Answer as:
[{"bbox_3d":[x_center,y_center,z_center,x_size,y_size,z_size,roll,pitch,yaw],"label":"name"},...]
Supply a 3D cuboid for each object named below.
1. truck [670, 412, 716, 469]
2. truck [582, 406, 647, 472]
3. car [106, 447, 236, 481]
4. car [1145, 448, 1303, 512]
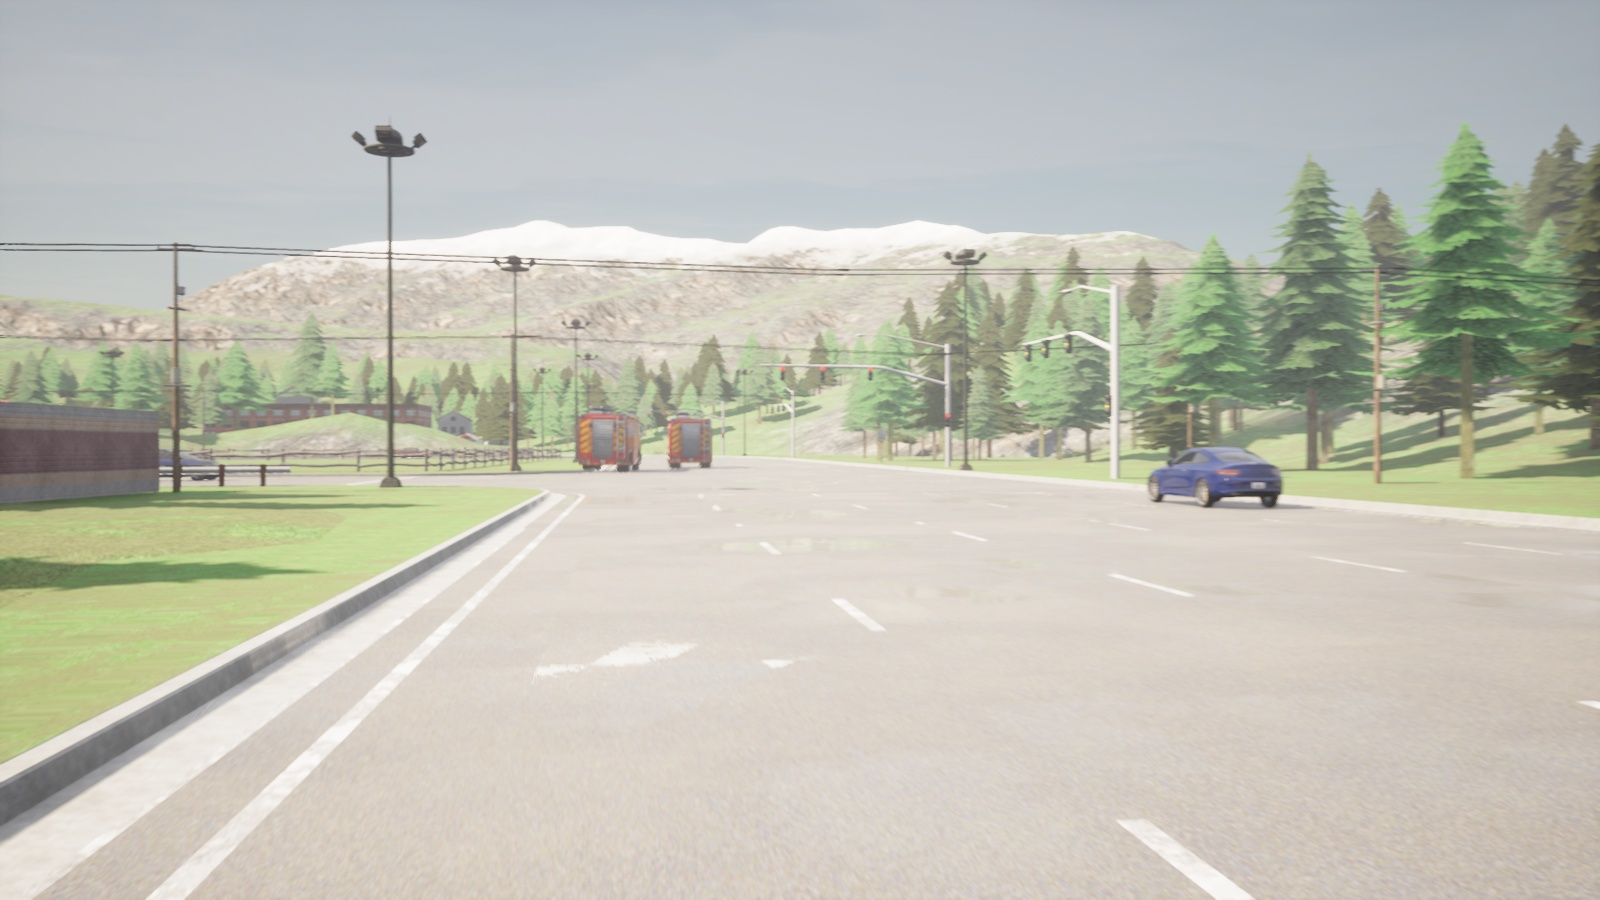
[{"bbox_3d":[-7.540,-0.654,87.871,2.891,3.827,8.468,0,0,-7],"label":"truck"},{"bbox_3d":[-11.266,-0.634,76.867,2.891,3.827,8.468,0,0,-1],"label":"truck"},{"bbox_3d":[-28.242,0.622,56.503,4.792,1.488,2.163,0,0,-8],"label":"car"},{"bbox_3d":[10.331,0.674,31.004,1.812,1.442,4.674,0,0,-7],"label":"car"}]
